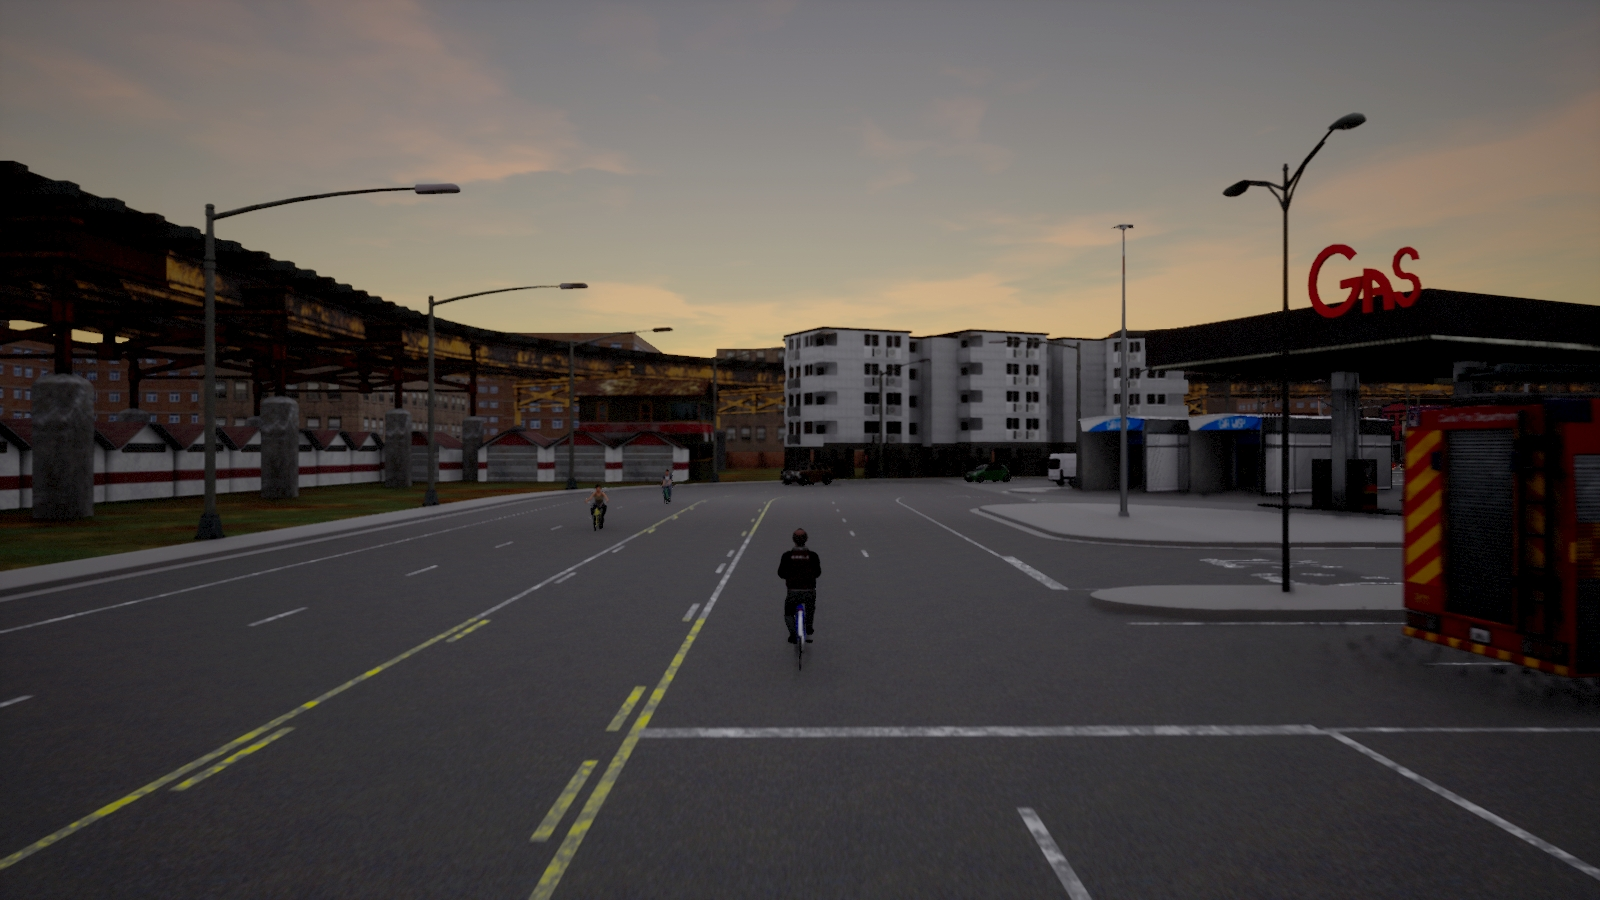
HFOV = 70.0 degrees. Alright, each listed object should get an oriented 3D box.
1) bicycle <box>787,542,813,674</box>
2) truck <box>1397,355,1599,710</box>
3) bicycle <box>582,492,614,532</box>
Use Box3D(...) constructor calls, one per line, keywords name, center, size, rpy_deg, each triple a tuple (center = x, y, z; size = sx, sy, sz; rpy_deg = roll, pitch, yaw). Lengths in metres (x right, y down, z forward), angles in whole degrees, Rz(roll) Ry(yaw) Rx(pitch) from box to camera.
Box3D(name="bicycle", center=(-0.003, 2.048, 15.173), size=(0.329, 1.496, 1.835), rpy_deg=(0, 0, 0))
Box3D(name="truck", center=(12.301, 0.890, 14.166), size=(8.468, 3.827, 2.891), rpy_deg=(0, 0, -6))
Box3D(name="bicycle", center=(-7.000, 2.145, 39.579), size=(0.859, 1.301, 1.487), rpy_deg=(0, 0, 0))
